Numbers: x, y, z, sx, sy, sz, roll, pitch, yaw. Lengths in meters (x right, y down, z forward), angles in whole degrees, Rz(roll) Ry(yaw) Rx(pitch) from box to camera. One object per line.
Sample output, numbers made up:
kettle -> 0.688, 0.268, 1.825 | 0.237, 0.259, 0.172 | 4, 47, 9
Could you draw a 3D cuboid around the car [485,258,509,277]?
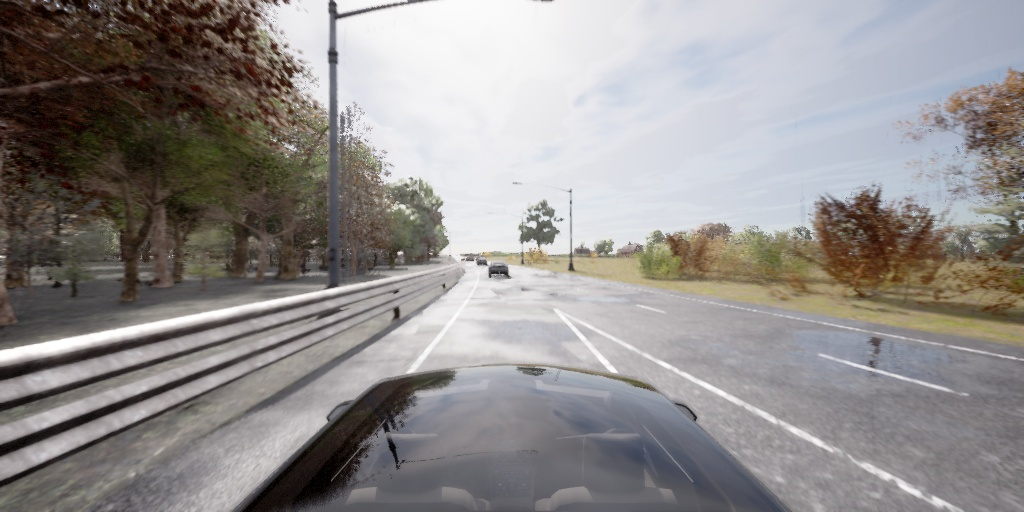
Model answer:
car -> -1.338, 1.194, 34.287 | 1.837, 1.490, 4.892 | 0, 0, -5
